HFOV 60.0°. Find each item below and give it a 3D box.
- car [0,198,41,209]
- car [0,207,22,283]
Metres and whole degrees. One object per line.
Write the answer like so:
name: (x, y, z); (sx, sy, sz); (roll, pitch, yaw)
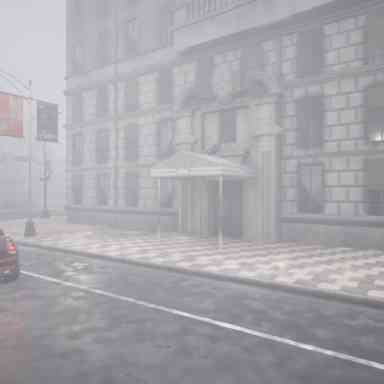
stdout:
car: (-21.838, 1.562, 42.930); (1.994, 1.385, 4.181); (0, 0, 35)
car: (-6.408, 1.352, 8.449); (4.553, 1.767, 2.097); (0, 0, 35)
